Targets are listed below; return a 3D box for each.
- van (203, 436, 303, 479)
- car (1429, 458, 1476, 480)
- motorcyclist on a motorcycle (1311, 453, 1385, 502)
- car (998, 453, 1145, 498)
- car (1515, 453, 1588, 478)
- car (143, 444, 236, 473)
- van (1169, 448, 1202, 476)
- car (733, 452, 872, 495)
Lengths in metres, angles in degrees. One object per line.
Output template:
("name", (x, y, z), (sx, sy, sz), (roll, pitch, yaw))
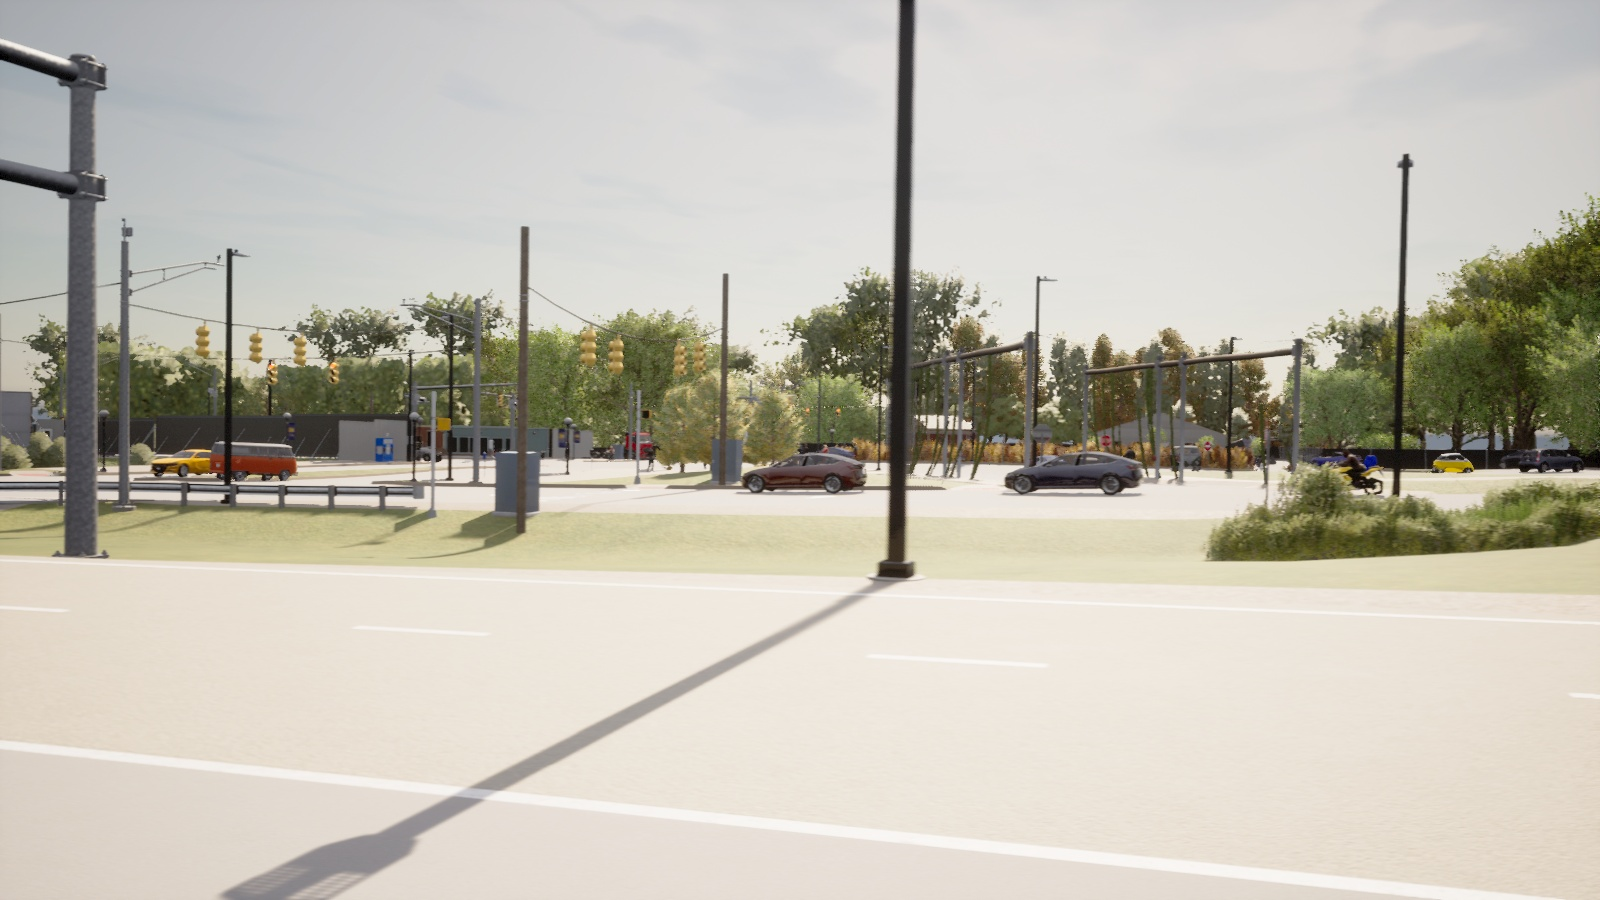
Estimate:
("van", (-28.517, 0.412, 65.561), (1.775, 1.987, 4.442), (2, -1, 32))
("car", (41.025, 1.187, 78.944), (2.207, 1.376, 1.481), (0, 1, 7))
("motorcyclist on a motorcycle", (17.605, 0.865, 40.358), (2.044, 1.523, 0.797), (1, 1, 32))
("car", (9.559, 0.869, 44.181), (4.792, 1.488, 2.163), (0, 1, 21))
("car", (49.570, 1.015, 82.855), (3.988, 1.617, 1.851), (0, 1, -14))
("car", (-34.590, 0.461, 71.346), (1.882, 1.535, 5.008), (1, 1, 16))
("van", (28.531, 0.889, 93.020), (1.775, 1.987, 4.442), (0, 0, 9))
("car", (0.099, 0.857, 47.275), (4.792, 1.488, 2.163), (0, 1, 18))
